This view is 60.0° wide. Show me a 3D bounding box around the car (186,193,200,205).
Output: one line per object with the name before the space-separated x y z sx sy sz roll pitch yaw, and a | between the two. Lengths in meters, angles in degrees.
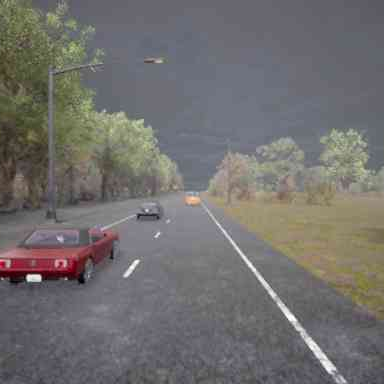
car | 0.110 1.136 52.355 2.097 1.767 4.553 0 0 0

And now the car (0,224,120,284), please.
car | -3.398 1.562 9.391 1.895 1.301 4.718 0 0 0

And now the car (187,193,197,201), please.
car | 0.018 1.057 73.065 2.097 1.767 4.553 0 0 0

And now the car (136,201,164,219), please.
car | -3.396 1.433 27.603 2.033 1.411 5.357 0 0 0
